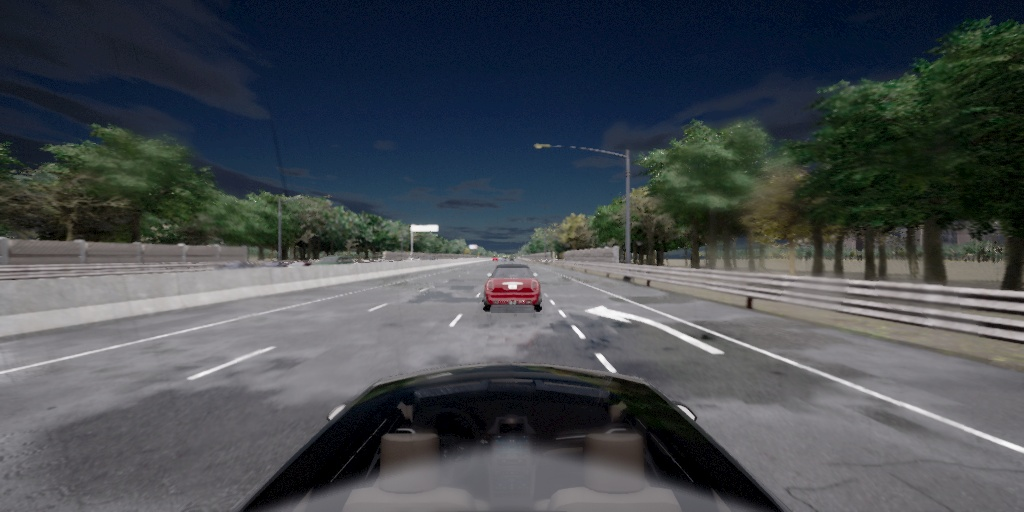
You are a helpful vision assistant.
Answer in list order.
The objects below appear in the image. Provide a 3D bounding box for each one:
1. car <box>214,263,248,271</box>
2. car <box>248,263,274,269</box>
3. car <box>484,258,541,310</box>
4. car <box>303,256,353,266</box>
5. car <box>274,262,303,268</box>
[{"bbox_3d":[-28.073,1.363,36.605,1.994,1.385,4.181,0,0,0],"label":"car"},{"bbox_3d":[-24.574,1.363,37.132,1.994,1.385,4.181,0,0,0],"label":"car"},{"bbox_3d":[0.016,1.102,14.786,2.097,1.767,4.553,0,0,0],"label":"car"},{"bbox_3d":[-17.585,1.017,35.246,2.150,2.045,5.566,0,0,0],"label":"car"},{"bbox_3d":[-21.081,1.322,35.771,1.812,1.442,4.674,0,0,0],"label":"car"}]
